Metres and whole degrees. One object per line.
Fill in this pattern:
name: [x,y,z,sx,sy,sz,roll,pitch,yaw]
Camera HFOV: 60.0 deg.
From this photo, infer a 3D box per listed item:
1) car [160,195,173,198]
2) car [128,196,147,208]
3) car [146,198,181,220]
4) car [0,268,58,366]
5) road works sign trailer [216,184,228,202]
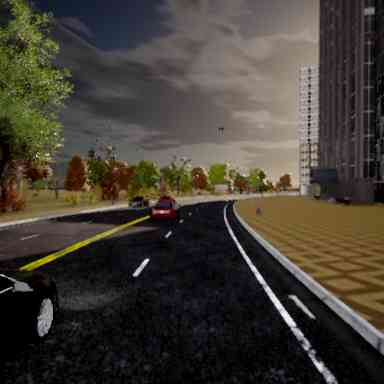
car: [-3.560,1.243,45.948,1.882,1.535,5.008,0,0,8]
car: [-7.027,1.290,44.491,1.812,1.442,4.674,0,0,7]
car: [-2.076,1.428,26.644,1.994,1.385,4.181,0,0,4]
car: [-3.097,1.481,3.476,1.837,1.490,4.892,0,0,1]
road works sign trailer: [5.886,0.163,64.470,2.380,3.560,2.880,0,0,11]
